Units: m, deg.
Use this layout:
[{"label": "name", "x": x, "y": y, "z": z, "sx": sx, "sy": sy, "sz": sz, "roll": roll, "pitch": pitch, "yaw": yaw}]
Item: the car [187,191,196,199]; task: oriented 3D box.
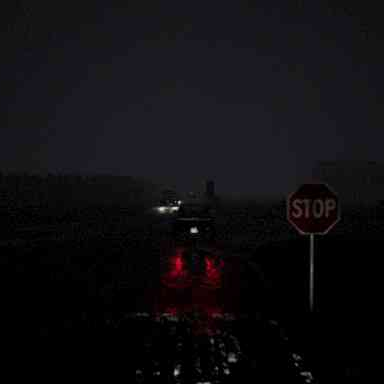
[{"label": "car", "x": -0.069, "y": 0.806, "z": 66.299, "sx": 2.033, "sy": 1.411, "sz": 5.357, "roll": 0, "pitch": 1, "yaw": 0}]

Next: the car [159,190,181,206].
[{"label": "car", "x": -2.883, "y": 0.720, "z": 42.297, "sx": 2.150, "sy": 2.045, "sz": 5.566, "roll": 0, "pitch": 1, "yaw": 0}]

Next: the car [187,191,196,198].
[{"label": "car", "x": -0.079, "y": 0.534, "z": 76.716, "sx": 2.128, "sy": 1.511, "sz": 4.902, "roll": 0, "pitch": 1, "yaw": 0}]

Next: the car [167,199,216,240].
[{"label": "car", "x": 0.088, "y": 1.308, "z": 15.851, "sx": 2.128, "sy": 1.511, "sz": 4.902, "roll": 1, "pitch": 1, "yaw": 0}]
